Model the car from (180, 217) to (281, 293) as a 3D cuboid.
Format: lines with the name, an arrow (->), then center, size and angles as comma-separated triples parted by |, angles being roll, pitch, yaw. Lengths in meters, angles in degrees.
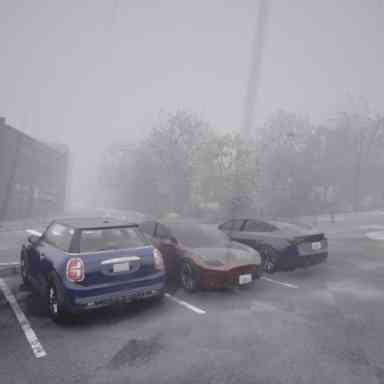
car -> -0.218, 1.507, 9.254 | 2.163, 1.488, 4.792 | 0, 0, -35

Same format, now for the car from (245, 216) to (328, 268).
car -> 2.015, 1.502, 10.917 | 2.163, 1.488, 4.792 | 0, 0, -35

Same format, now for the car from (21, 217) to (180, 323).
car -> -2.486, 1.357, 7.635 | 2.185, 1.767, 4.553 | 0, 0, -35
